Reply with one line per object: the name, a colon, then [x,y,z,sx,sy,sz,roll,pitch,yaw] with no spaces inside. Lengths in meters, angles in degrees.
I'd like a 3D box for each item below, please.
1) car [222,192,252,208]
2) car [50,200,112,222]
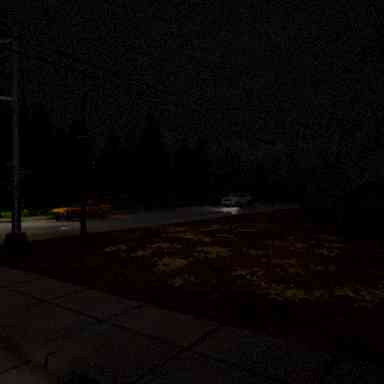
car: [6.349,1.063,46.411,2.150,2.045,5.566,0,0,37]
car: [-8.635,1.450,26.302,1.882,1.535,5.008,0,0,37]
